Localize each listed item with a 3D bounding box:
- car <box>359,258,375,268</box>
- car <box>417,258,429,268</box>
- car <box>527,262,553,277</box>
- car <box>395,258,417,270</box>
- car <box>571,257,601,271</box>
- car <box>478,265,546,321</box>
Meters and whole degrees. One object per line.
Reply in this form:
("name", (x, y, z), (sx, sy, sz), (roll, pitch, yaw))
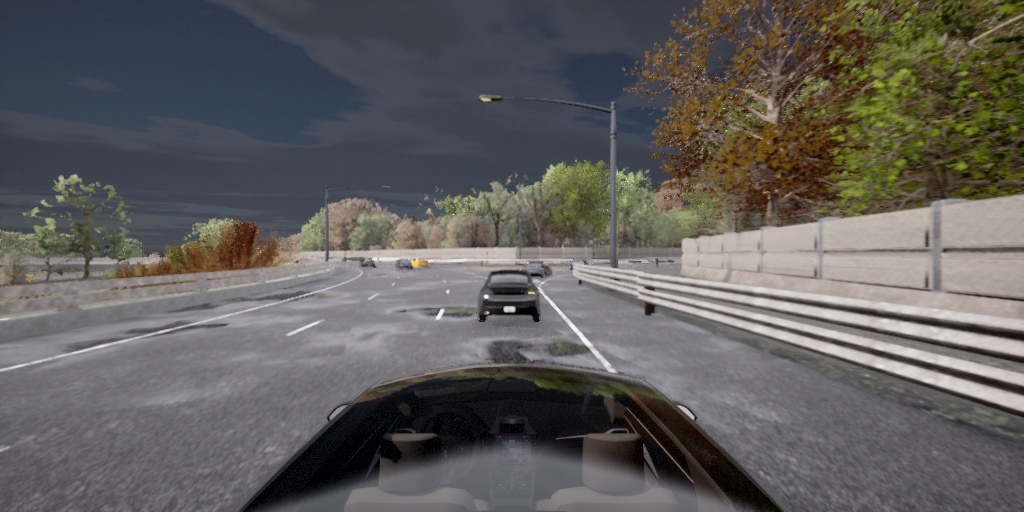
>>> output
("car", (-22.099, 1.079, 54.609), (1.812, 1.442, 4.674), (0, 0, -31))
("car", (-14.202, 1.010, 54.889), (1.882, 1.535, 5.008), (0, 0, -29))
("car", (2.212, 1.169, 31.093), (1.994, 1.385, 4.181), (0, 0, 19))
("car", (-14.539, 1.113, 48.036), (2.033, 1.411, 5.357), (0, 0, -25))
("car", (9.019, 0.881, 43.364), (2.097, 1.767, 4.553), (0, 0, 39))
("car", (-0.090, 1.204, 12.221), (1.837, 1.490, 4.892), (0, 0, 0))
